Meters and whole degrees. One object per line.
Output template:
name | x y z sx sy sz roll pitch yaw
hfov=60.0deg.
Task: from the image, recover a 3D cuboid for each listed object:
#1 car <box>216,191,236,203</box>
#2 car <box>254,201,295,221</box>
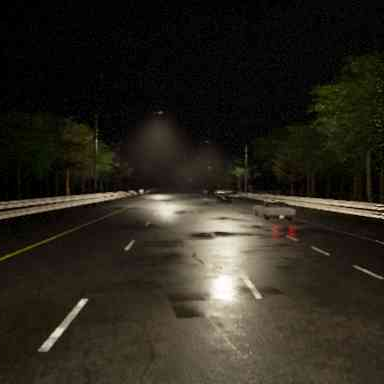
car | 4.771 0.844 50.618 2.128 1.511 4.902 1 1 -2
car | 5.891 1.333 24.418 1.895 1.301 4.718 1 1 -2
